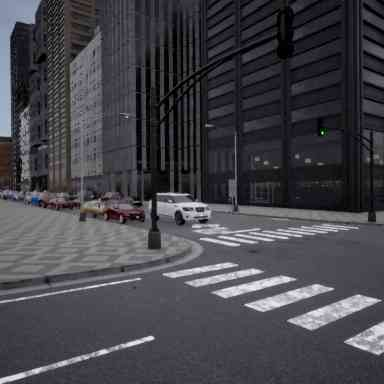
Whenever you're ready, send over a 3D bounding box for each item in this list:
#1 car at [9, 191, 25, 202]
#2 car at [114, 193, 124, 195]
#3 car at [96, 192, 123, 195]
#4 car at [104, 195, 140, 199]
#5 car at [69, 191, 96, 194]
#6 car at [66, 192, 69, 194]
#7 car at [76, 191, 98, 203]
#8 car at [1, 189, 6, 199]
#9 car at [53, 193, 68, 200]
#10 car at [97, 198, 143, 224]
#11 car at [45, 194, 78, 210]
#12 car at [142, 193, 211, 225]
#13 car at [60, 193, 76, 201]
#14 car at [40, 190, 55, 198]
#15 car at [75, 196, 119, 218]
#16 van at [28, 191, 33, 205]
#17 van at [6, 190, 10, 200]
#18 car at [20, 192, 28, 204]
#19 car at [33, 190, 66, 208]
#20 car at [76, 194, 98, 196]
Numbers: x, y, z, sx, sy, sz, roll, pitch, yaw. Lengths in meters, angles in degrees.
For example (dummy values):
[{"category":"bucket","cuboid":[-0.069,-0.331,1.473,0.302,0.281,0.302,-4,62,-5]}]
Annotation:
[{"category":"car","cuboid":[-31.360,0.902,60.474,1.967,1.590,4.097,0,1,-36]},{"category":"car","cuboid":[-7.948,1.199,42.709,1.947,1.339,4.313,0,1,-36]},{"category":"car","cuboid":[-11.249,0.898,47.260,2.192,1.841,5.009,0,1,-36]},{"category":"car","cuboid":[-7.046,1.327,31.630,2.033,1.411,5.357,-1,1,-35]},{"category":"car","cuboid":[-15.678,0.798,48.877,2.150,2.045,5.566,-1,1,-38]},{"category":"car","cuboid":[-21.858,0.829,57.331,2.097,1.767,4.553,-1,1,-36]},{"category":"car","cuboid":[-17.852,0.792,56.367,2.192,1.841,5.009,0,1,-36]},{"category":"car","cuboid":[-37.963,0.663,69.579,2.192,1.841,5.009,0,1,-36]},{"category":"car","cuboid":[-27.758,0.853,70.029,1.887,1.381,4.507,0,1,-36]},{"category":"car","cuboid":[-4.946,1.416,24.045,1.887,1.381,4.507,0,1,-36]},{"category":"car","cuboid":[-14.851,1.275,37.706,1.887,1.381,4.507,0,1,-36]},{"category":"car","cuboid":[-1.036,1.085,23.331,2.150,2.045,5.566,-1,1,-36]},{"category":"car","cuboid":[-24.456,0.948,65.476,1.802,1.307,4.206,0,1,-36]},{"category":"car","cuboid":[-34.360,0.508,79.133,2.192,1.841,5.009,0,1,-36]},{"category":"car","cuboid":[-8.148,1.352,28.461,1.752,1.417,4.829,0,1,-36]},{"category":"van","cuboid":[-21.454,0.969,46.812,1.690,1.788,3.998,0,1,-36]},{"category":"van","cuboid":[-34.661,0.746,65.026,1.690,1.788,3.998,0,1,-36]},{"category":"car","cuboid":[-24.757,1.125,51.367,2.008,1.369,4.403,0,1,-36]},{"category":"car","cuboid":[-18.152,0.995,42.258,2.192,1.841,5.009,0,1,-36]},{"category":"car","cuboid":[-12.935,1.258,39.778,1.994,1.385,4.181,-1,1,-35]}]
